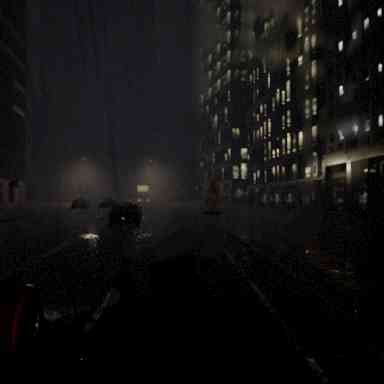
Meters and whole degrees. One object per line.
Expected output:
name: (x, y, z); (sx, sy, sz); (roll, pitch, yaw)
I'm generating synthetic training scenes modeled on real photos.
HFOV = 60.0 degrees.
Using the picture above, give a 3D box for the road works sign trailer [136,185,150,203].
road works sign trailer: (-9.968, 0.349, 67.629); (2.380, 3.560, 2.880); (0, 0, -18)

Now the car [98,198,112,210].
car: (-10.692, 1.477, 42.147); (1.994, 1.385, 4.181); (0, 0, -11)

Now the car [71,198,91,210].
car: (-13.906, 1.452, 41.804); (2.033, 1.411, 5.357); (0, 0, -11)

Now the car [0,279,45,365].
car: (-3.265, 1.561, 3.500); (1.994, 1.385, 4.181); (0, 0, -1)

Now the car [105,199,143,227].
car: (-4.399, 1.437, 22.525); (1.882, 1.535, 5.008); (0, 0, -6)
